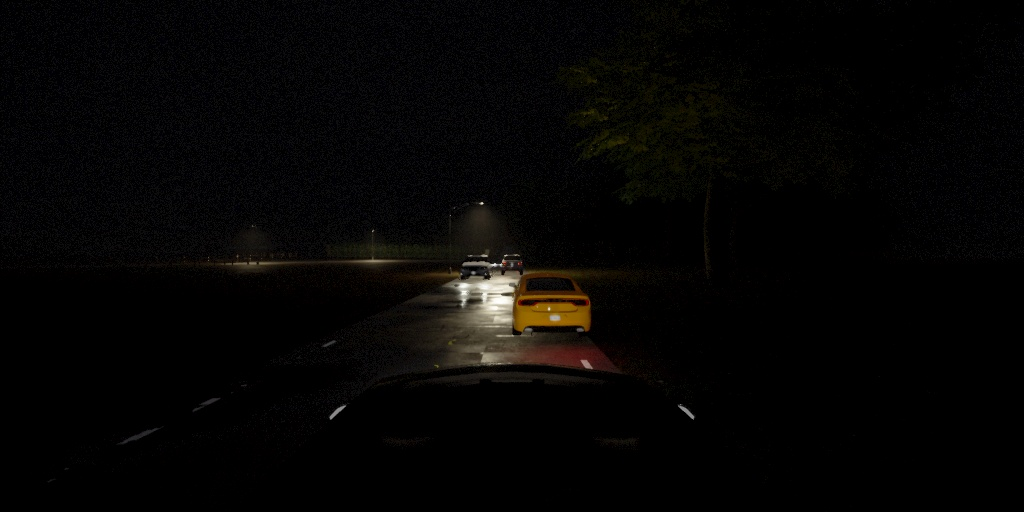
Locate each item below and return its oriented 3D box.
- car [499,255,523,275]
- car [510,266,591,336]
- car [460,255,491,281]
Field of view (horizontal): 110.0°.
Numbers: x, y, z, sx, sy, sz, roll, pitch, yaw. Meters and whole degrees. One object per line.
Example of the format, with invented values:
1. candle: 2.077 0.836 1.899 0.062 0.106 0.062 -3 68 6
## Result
1. car: 0.014 0.892 37.981 2.150 2.045 5.566 0 0 0
2. car: 0.949 1.217 10.408 1.882 1.535 5.008 0 0 0
3. car: -2.895 0.920 29.620 2.150 2.045 5.566 0 0 0
